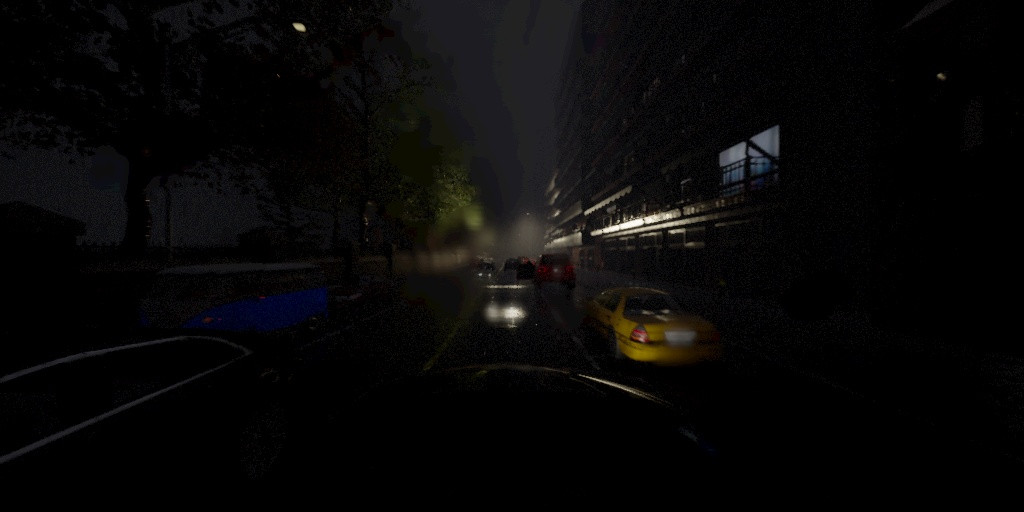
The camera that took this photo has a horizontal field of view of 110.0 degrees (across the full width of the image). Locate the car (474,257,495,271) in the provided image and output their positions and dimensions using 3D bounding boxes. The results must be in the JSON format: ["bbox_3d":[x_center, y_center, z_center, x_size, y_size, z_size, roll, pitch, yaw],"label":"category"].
[{"bbox_3d":[-3.077,1.042,43.882,2.128,1.511,4.902,0,0,0],"label":"car"}]

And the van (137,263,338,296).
[{"bbox_3d":[-5.688,1.059,7.845,1.690,1.789,3.998,0,0,0],"label":"van"}]

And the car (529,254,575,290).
[{"bbox_3d":[2.399,0.873,21.521,2.150,2.045,5.566,0,0,0],"label":"car"}]

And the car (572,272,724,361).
[{"bbox_3d":[2.692,1.244,8.014,1.751,1.417,4.829,0,0,0],"label":"car"}]

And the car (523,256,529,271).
[{"bbox_3d":[2.701,1.059,52.886,1.888,1.381,4.507,0,0,0],"label":"car"}]

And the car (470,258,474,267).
[{"bbox_3d":[-5.679,0.932,58.518,1.967,1.591,4.097,0,0,0],"label":"car"}]

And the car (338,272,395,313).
[{"bbox_3d":[-5.687,1.273,13.475,1.802,1.307,4.207,0,0,0],"label":"car"}]

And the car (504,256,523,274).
[{"bbox_3d":[0.039,1.031,43.216,1.882,1.535,5.008,0,0,0],"label":"car"}]

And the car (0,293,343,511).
[{"bbox_3d":[-3.099,1.241,1.802,2.128,1.511,4.902,0,0,0],"label":"car"}]
